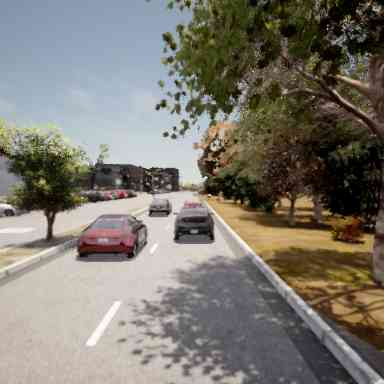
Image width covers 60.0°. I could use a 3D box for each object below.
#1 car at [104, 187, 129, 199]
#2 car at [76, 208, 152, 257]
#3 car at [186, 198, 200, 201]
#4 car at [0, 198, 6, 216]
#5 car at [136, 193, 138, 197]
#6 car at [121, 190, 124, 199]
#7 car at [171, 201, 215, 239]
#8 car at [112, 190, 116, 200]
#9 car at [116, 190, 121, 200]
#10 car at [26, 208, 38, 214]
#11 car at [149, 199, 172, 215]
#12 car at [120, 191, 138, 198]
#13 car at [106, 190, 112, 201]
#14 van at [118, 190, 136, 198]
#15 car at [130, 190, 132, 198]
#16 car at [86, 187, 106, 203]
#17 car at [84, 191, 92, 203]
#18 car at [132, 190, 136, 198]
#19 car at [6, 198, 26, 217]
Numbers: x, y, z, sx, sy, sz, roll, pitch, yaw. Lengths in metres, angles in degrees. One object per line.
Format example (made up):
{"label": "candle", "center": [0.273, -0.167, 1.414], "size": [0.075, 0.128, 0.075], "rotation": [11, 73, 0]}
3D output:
{"label": "car", "center": [-16.809, 0.579, 69.724], "size": [5.566, 2.045, 2.435], "rotation": [-1, 1, -20]}
{"label": "car", "center": [-2.897, 1.530, 12.843], "size": [1.994, 1.385, 4.181], "rotation": [0, 0, 0]}
{"label": "car", "center": [0.107, 1.311, 34.814], "size": [1.895, 1.301, 4.718], "rotation": [0, 1, 0]}
{"label": "car", "center": [-16.851, 1.219, 24.717], "size": [4.553, 1.767, 2.185], "rotation": [-1, 1, -20]}
{"label": "car", "center": [-16.706, 0.497, 81.773], "size": [5.566, 2.045, 2.435], "rotation": [-1, 0, -20]}
{"label": "car", "center": [-16.809, 0.881, 66.722], "size": [4.792, 1.488, 2.163], "rotation": [-1, 1, -20]}
{"label": "car", "center": [0.104, 1.441, 16.859], "size": [1.837, 1.490, 4.892], "rotation": [0, 1, 0]}
{"label": "car", "center": [-16.822, 0.772, 60.727], "size": [4.553, 1.767, 2.185], "rotation": [-1, 0, -20]}
{"label": "car", "center": [-16.793, 0.875, 63.738], "size": [4.892, 1.521, 2.231], "rotation": [-1, 0, -20]}
{"label": "car", "center": [-16.807, 1.263, 30.729], "size": [5.008, 1.535, 2.097], "rotation": [-1, 1, -20]}
{"label": "car", "center": [-2.893, 1.316, 30.915], "size": [2.033, 1.411, 5.357], "rotation": [0, 1, 0]}
{"label": "car", "center": [-16.615, 0.583, 87.788], "size": [4.553, 1.767, 2.185], "rotation": [-1, 1, -19]}
{"label": "car", "center": [-16.762, 0.797, 57.741], "size": [4.553, 1.767, 2.185], "rotation": [-1, 1, -20]}
{"label": "van", "center": [-16.590, 0.502, 84.810], "size": [4.442, 1.987, 1.878], "rotation": [-1, 0, -19]}
{"label": "car", "center": [-16.758, 0.829, 75.743], "size": [4.674, 1.452, 2.002], "rotation": [-1, 1, -20]}
{"label": "car", "center": [-16.824, 0.732, 51.713], "size": [5.566, 2.045, 2.435], "rotation": [-1, 1, -20]}
{"label": "car", "center": [-16.974, 1.053, 45.666], "size": [5.366, 1.575, 1.946], "rotation": [-1, 1, -20]}
{"label": "car", "center": [-16.779, 0.518, 78.737], "size": [5.566, 2.045, 2.435], "rotation": [-1, 1, -20]}
{"label": "car", "center": [-16.819, 1.345, 27.729], "size": [4.674, 1.452, 2.002], "rotation": [-1, 1, -20]}
